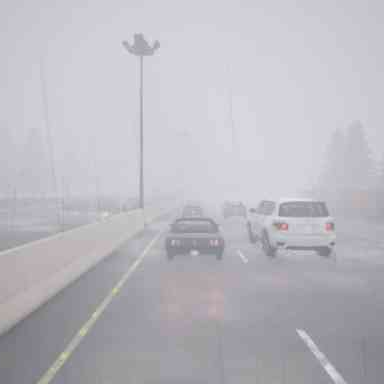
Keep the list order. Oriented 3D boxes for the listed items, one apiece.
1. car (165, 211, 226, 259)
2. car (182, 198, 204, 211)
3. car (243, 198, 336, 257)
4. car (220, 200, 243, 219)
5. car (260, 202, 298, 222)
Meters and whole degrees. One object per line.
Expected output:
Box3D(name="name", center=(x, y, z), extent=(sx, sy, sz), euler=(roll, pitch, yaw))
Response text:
Box3D(name="car", center=(0.092, 1.598, 12.554), extent=(1.895, 1.301, 4.718), euler=(0, 0, 0))
Box3D(name="car", center=(0.095, 1.519, 30.240), extent=(1.812, 1.442, 4.674), euler=(0, 0, 0))
Box3D(name="car", center=(3.593, 1.219, 12.994), extent=(2.150, 2.045, 5.566), euler=(0, 0, 0))
Box3D(name="car", center=(3.598, 1.485, 29.247), extent=(2.128, 1.511, 4.902), euler=(0, 0, 0))
Box3D(name="car", center=(7.096, 1.594, 27.647), extent=(1.895, 1.301, 4.718), euler=(0, 0, 0))
